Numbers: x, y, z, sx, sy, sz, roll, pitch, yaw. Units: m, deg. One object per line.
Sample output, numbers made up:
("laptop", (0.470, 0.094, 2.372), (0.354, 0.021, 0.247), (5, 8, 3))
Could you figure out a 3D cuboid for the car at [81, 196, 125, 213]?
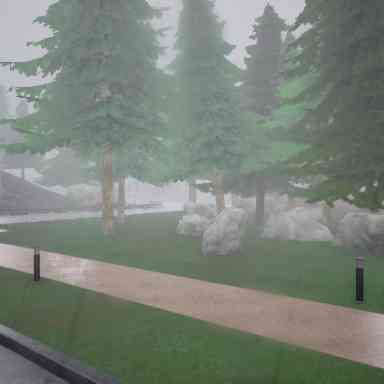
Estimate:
("car", (-9.186, 1.189, 34.373), (2.097, 1.767, 4.553), (0, 0, 36))
